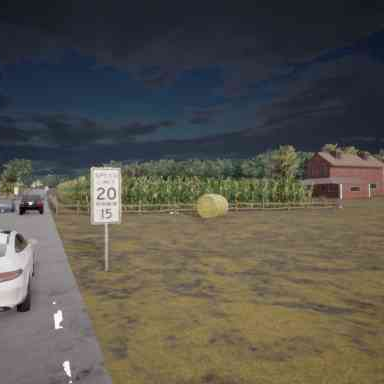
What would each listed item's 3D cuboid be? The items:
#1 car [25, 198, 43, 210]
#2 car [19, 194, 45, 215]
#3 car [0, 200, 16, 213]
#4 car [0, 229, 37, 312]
[{"bbox_3d":[-21.175,1.594,44.625,2.033,1.411,5.357,0,0,-24],"label":"car"},{"bbox_3d":[-16.930,1.265,35.230,2.150,2.045,5.566,0,0,-23],"label":"car"},{"bbox_3d":[-21.177,1.607,37.877,2.033,1.411,5.357,0,0,-24],"label":"car"},{"bbox_3d":[-4.441,1.534,7.158,1.812,1.442,4.674,0,0,-24],"label":"car"}]
